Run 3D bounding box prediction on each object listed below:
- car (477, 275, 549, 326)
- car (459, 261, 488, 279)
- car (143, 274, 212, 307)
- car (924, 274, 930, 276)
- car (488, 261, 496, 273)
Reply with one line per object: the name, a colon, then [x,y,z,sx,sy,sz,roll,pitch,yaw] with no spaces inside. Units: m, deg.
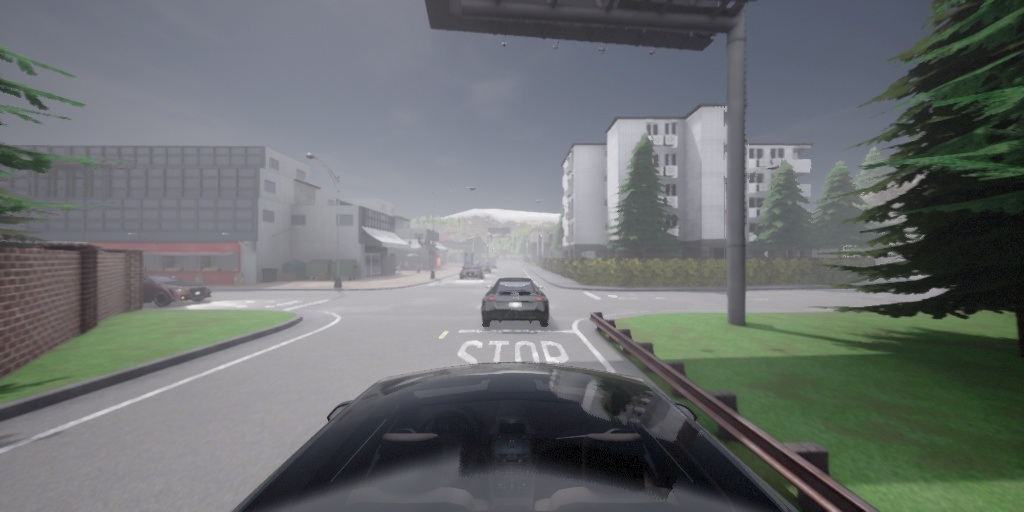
car: [0.096,1.416,11.824,1.994,1.385,4.181,0,-3,0]
car: [-3.586,1.410,32.999,1.994,1.385,4.181,0,0,1]
car: [-16.541,1.536,16.643,4.181,1.385,1.994,0,0,1]
car: [47.373,1.547,39.136,1.837,1.490,4.892,0,0,22]
car: [-3.588,1.376,45.228,2.128,1.511,4.902,0,0,0]
